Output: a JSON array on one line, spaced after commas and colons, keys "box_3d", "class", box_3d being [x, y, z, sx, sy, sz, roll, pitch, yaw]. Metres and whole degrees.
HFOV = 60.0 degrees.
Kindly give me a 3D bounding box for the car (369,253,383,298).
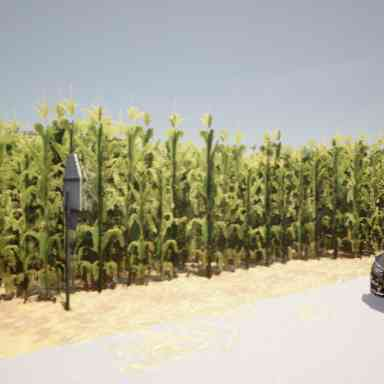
[{"box_3d": [5.699, 1.392, 6.873, 4.902, 1.511, 2.128, -1, 1, -31], "class": "car"}]
